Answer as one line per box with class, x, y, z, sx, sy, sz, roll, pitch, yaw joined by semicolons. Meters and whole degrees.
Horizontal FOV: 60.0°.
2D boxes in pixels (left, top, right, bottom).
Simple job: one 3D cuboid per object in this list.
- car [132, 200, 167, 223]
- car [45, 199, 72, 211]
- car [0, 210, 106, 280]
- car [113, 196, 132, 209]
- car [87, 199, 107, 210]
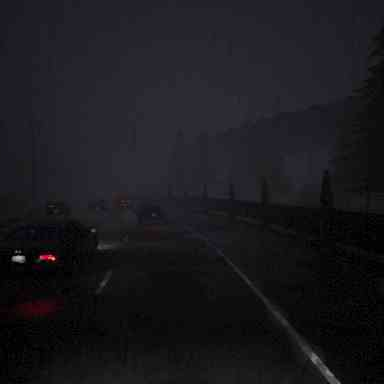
car;-3.043;1.332;24.053;1.882;1.535;5.008;0;0;-13
car;-11.660;1.337;29.118;2.128;1.511;4.902;0;0;-17
car;-4.070;1.495;9.800;2.033;1.411;5.357;0;0;-6
car;-8.705;1.261;41.939;1.837;1.490;4.892;0;0;-20
car;-10.589;1.393;36.964;1.895;1.301;4.718;0;0;-20
